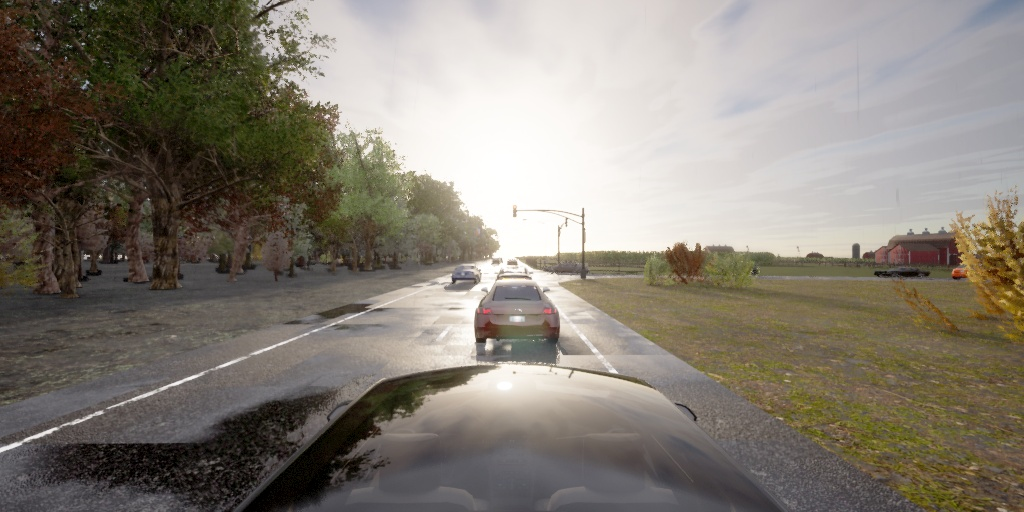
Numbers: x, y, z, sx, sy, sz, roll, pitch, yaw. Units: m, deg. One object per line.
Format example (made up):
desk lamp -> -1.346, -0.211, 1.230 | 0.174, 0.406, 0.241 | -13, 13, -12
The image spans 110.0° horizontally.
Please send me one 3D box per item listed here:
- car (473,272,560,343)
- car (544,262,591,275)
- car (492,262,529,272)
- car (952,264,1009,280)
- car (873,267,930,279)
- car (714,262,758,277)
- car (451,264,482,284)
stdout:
car -> 0.100, 1.316, 9.675 | 1.994, 1.385, 4.181 | 0, 0, 0
car -> 6.645, 1.455, 42.741 | 5.357, 1.411, 2.033 | 0, -1, 25
car -> 0.094, 1.245, 18.573 | 2.128, 1.511, 4.902 | 0, 0, 0
car -> 48.889, 1.633, 37.213 | 4.553, 1.767, 2.097 | 1, -1, 0
car -> 44.231, 1.891, 40.803 | 4.718, 1.301, 1.895 | 1, -1, 1
car -> 25.272, 1.434, 40.908 | 4.553, 1.767, 2.097 | 1, -1, 0
car -> -3.410, 1.303, 27.391 | 2.033, 1.411, 5.357 | 0, 0, 0
